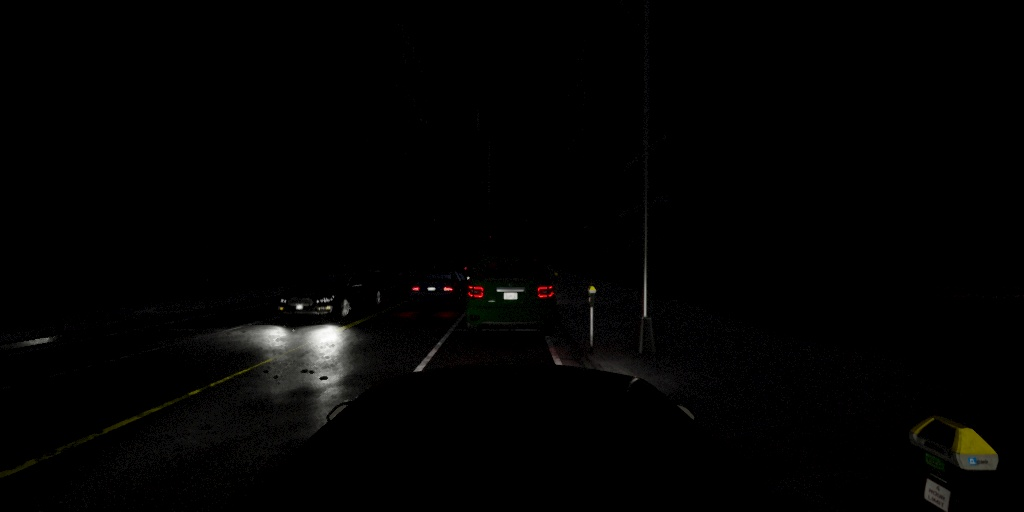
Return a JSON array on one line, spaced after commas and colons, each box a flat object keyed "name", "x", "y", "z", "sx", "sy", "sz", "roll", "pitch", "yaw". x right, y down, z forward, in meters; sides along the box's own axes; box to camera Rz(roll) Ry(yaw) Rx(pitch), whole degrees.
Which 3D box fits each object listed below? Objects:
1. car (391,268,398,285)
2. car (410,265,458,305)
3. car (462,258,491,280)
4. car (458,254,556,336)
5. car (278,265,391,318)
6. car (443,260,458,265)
[{"name": "car", "x": -8.789, "y": 1.325, "z": 23.624, "sx": 1.802, "sy": 1.307, "sz": 4.207, "roll": 0, "pitch": 0, "yaw": 0}, {"name": "car", "x": -3.027, "y": 1.293, "z": 16.018, "sx": 2.033, "sy": 1.411, "sz": 5.357, "roll": 0, "pitch": 0, "yaw": 0}, {"name": "car", "x": -3.107, "y": 1.092, "z": 32.272, "sx": 2.097, "sy": 1.767, "sz": 4.553, "roll": 0, "pitch": 0, "yaw": 0}, {"name": "car", "x": -0.028, "y": 0.969, "z": 10.528, "sx": 2.150, "sy": 2.045, "sz": 5.566, "roll": 0, "pitch": 0, "yaw": 0}, {"name": "car", "x": -6.231, "y": 1.252, "z": 12.943, "sx": 1.837, "sy": 1.490, "sz": 4.892, "roll": 0, "pitch": 0, "yaw": 0}, {"name": "car", "x": -8.758, "y": 1.267, "z": 51.552, "sx": 1.888, "sy": 1.381, "sz": 4.507, "roll": 0, "pitch": 0, "yaw": 0}]
